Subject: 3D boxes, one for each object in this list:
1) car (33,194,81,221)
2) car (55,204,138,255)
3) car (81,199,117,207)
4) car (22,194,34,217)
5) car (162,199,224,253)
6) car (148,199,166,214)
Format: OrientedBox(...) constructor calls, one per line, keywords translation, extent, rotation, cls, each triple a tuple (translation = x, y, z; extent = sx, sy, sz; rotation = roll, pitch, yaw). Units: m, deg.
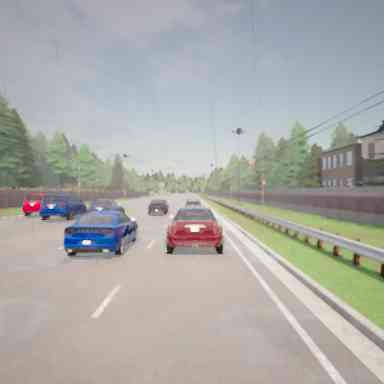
OrientedBox(translation=(-10.393, 1.205, 27.236), extent=(2.150, 2.045, 5.566), rotation=(0, 0, 0), cls="car")
OrientedBox(translation=(-3.396, 1.469, 13.202), extent=(1.882, 1.535, 5.008), rotation=(0, 0, 0), cls="car")
OrientedBox(translation=(-6.897, 1.333, 26.694), extent=(2.097, 1.767, 4.553), rotation=(0, 0, 0), cls="car")
OrientedBox(translation=(-13.891, 1.202, 31.605), extent=(2.150, 2.045, 5.566), rotation=(0, 0, 0), cls="car")
OrientedBox(translation=(0.104, 1.341, 13.860), extent=(2.097, 1.767, 4.553), rotation=(0, 0, 0), cls="car")
OrientedBox(translation=(-3.390, 1.482, 34.390), extent=(1.837, 1.490, 4.892), rotation=(0, 0, 0), cls="car")
